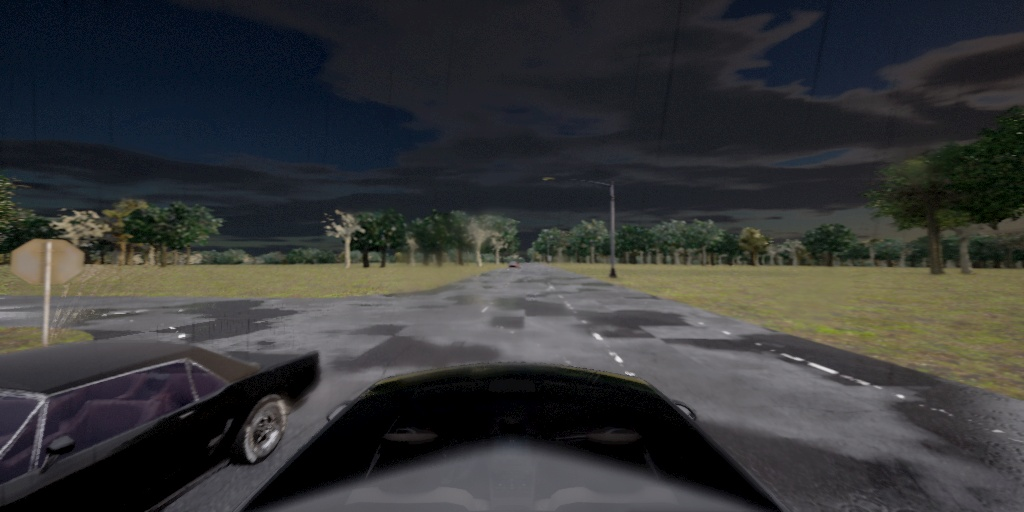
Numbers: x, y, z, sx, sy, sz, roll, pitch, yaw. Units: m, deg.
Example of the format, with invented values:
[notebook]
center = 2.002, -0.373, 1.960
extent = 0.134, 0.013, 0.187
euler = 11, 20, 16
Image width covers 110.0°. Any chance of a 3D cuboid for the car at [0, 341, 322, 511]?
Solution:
[car]
center = -3.393, 1.386, 2.251
extent = 1.895, 1.301, 4.718
euler = 0, 0, 3
